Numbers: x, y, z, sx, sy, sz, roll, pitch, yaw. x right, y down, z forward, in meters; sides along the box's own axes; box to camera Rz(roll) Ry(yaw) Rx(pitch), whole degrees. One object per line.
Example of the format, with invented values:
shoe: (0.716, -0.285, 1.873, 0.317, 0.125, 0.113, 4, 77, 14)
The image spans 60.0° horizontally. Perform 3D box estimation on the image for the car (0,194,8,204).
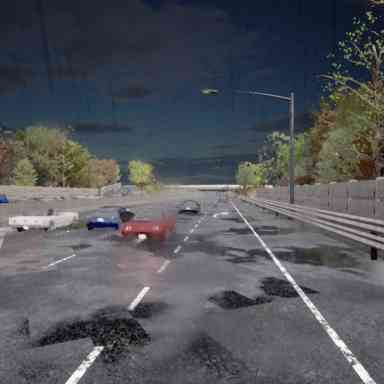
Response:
car: (-24.489, 1.227, 39.843, 2.150, 2.045, 5.566, 0, 0, 5)

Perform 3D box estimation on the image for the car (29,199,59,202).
car: (-17.390, 1.531, 40.546, 1.812, 1.442, 4.674, 0, 0, 5)

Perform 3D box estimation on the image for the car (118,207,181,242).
car: (-1.895, 1.600, 16.402, 1.895, 1.301, 4.718, 0, 0, 5)

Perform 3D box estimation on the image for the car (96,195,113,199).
car: (-20.554, 1.547, 80.366, 2.128, 1.511, 4.902, 0, 0, 5)

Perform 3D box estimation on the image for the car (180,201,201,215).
car: (-0.172, 1.566, 34.622, 1.994, 1.385, 4.181, 0, 0, 5)

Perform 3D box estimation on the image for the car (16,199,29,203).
car: (-20.757, 1.554, 42.137, 2.033, 1.411, 5.357, 0, 0, 5)

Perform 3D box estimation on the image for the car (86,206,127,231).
car: (-4.988, 1.564, 20.867, 1.994, 1.385, 4.181, 0, 0, 5)

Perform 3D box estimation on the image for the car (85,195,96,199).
car: (-24.116, 1.554, 79.866, 1.812, 1.442, 4.674, 0, 0, 5)

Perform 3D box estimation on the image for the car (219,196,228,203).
car: (6.987, 1.592, 74.188, 2.128, 1.511, 4.902, 0, 0, 5)

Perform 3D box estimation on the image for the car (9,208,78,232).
car: (-8.597, 1.601, 19.888, 1.895, 1.301, 4.718, 0, 0, 5)
